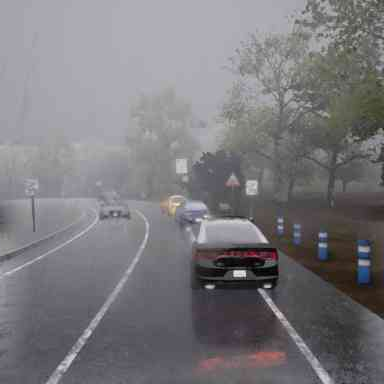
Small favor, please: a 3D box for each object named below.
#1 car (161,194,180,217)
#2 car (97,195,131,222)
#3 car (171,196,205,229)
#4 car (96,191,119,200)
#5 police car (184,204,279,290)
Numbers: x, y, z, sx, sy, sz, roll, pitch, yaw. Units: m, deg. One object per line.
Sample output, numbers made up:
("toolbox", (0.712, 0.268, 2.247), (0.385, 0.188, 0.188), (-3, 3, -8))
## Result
("car", (-1.219, 0.937, 25.653), (1.801, 1.575, 5.366), (-2, 2, -14))
("car", (-5.359, 1.203, 23.185), (1.994, 1.385, 4.181), (-1, 2, -14))
("car", (0.036, 1.201, 19.322), (1.812, 1.442, 4.674), (-1, 2, -8))
("car", (-11.739, 0.610, 46.402), (2.033, 1.411, 5.357), (-5, 3, -35))
("police car", (0.865, 1.369, 9.147), (1.930, 1.638, 5.238), (0, 1, -2))
